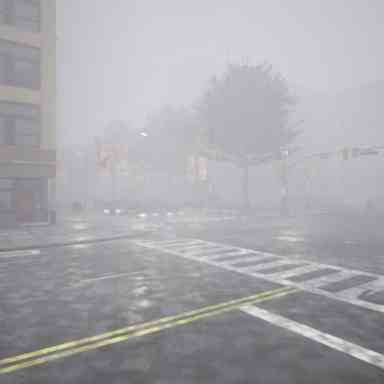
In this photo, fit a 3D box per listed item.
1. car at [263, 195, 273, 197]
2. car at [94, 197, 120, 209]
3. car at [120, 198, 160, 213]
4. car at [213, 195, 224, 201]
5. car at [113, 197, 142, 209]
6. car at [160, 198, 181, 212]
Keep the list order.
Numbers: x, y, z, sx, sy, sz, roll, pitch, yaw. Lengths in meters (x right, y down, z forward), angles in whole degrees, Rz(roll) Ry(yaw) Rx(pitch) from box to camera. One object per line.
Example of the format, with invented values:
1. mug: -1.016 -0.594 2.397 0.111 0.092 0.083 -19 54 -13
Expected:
1. car: 16.184 1.279 72.063 2.002 1.452 4.674 0 0 -36
2. car: -11.694 1.465 44.870 1.882 1.535 5.008 0 0 -35
3. car: -5.862 1.492 36.747 1.837 1.490 4.892 0 0 -36
4. car: 5.696 1.375 79.530 2.161 1.482 4.786 0 0 -36
5. car: -9.260 1.532 47.490 2.033 1.411 5.357 0 0 -35
6. car: -3.208 1.490 39.050 1.837 1.490 4.892 0 0 -36
